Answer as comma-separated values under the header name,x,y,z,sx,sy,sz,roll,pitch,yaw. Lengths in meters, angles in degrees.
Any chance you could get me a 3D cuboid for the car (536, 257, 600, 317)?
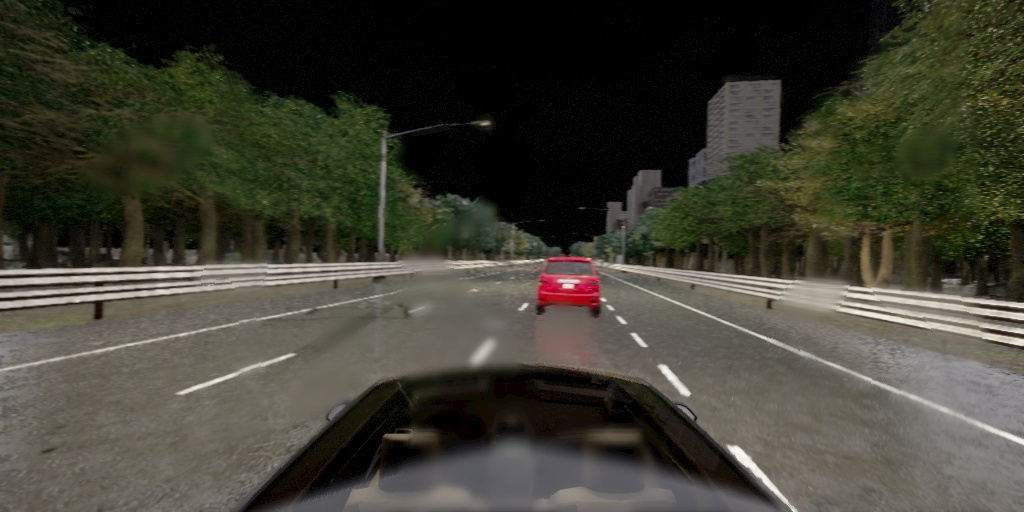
name,x,y,z,sx,sy,sz,roll,pitch,yaw
car,2.219,1.082,14.174,2.150,2.045,5.566,2,0,9
